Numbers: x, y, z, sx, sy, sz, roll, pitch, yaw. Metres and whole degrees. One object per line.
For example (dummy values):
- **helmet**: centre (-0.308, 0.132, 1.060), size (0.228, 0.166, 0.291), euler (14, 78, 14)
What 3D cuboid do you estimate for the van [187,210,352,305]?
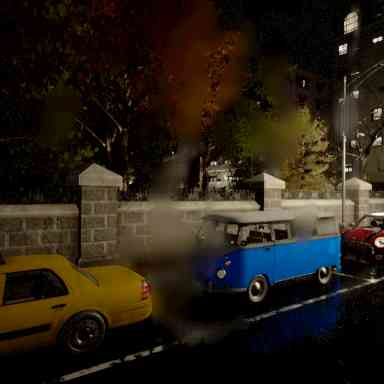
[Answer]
- **van**: centre (1.806, 1.343, 7.840), size (3.998, 1.788, 1.690), euler (0, 1, -36)

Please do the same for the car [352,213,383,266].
- **car**: centre (6.374, 1.442, 11.103), size (4.097, 1.590, 1.967), euler (0, 1, -36)

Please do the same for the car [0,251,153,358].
- **car**: centre (-2.901, 1.525, 4.481), size (4.829, 1.417, 1.752), euler (0, 1, -36)
